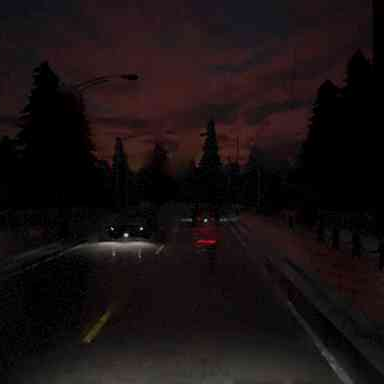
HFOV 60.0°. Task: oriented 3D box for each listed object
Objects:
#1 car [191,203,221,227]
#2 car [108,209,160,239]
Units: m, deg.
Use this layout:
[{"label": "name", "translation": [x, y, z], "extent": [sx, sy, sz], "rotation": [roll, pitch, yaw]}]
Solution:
[{"label": "car", "translation": [0.986, 1.592, 23.886], "extent": [1.837, 1.490, 4.892], "rotation": [0, 0, 2]}, {"label": "car", "translation": [-2.916, 1.613, 18.001], "extent": [2.033, 1.411, 5.357], "rotation": [0, 0, 3]}]
